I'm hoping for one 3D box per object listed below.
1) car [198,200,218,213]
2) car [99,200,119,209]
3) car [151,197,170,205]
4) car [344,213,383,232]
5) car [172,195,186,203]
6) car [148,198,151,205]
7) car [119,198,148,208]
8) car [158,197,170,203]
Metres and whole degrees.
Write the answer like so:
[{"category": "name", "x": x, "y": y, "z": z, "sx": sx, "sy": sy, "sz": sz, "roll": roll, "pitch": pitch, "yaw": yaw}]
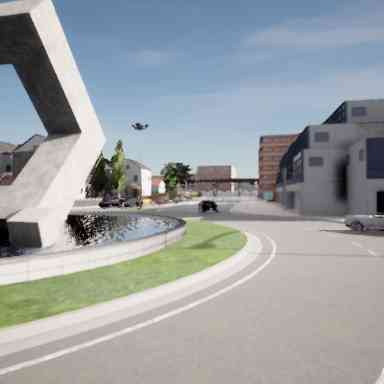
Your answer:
[{"category": "car", "x": 1.927, "y": 1.714, "z": 40.255, "sx": 1.837, "sy": 1.490, "sz": 4.892, "roll": -2, "pitch": 0, "yaw": -6}, {"category": "car", "x": -13.317, "y": 2.029, "z": 54.758, "sx": 1.895, "sy": 1.301, "sz": 4.718, "roll": -1, "pitch": 0, "yaw": 18}, {"category": "car", "x": -6.337, "y": 1.803, "z": 69.778, "sx": 2.097, "sy": 1.767, "sz": 4.553, "roll": -1, "pitch": 0, "yaw": 11}, {"category": "car", "x": 10.919, "y": 1.605, "z": 18.091, "sx": 1.895, "sy": 1.301, "sz": 4.718, "roll": 0, "pitch": 0, "yaw": -41}, {"category": "car", "x": -3.614, "y": 2.028, "z": 84.431, "sx": 1.812, "sy": 1.442, "sz": 4.674, "roll": -1, "pitch": 0, "yaw": 11}, {"category": "car", "x": -9.900, "y": 1.958, "z": 69.754, "sx": 1.882, "sy": 1.535, "sz": 5.008, "roll": -1, "pitch": 0, "yaw": 11}, {"category": "car", "x": -9.626, "y": 1.902, "z": 55.075, "sx": 1.837, "sy": 1.490, "sz": 4.892, "roll": -1, "pitch": -1, "yaw": 16}, {"category": "car", "x": -7.030, "y": 2.092, "z": 85.200, "sx": 1.994, "sy": 1.385, "sz": 4.181, "roll": -1, "pitch": 0, "yaw": 11}]
